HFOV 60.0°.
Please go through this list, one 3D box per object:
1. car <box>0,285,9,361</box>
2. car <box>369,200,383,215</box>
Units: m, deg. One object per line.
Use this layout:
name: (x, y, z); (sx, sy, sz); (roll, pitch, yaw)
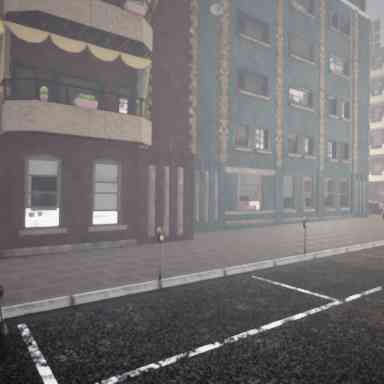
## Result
car: (-4.161, 1.566, 3.120); (4.313, 1.339, 1.947); (0, 1, -35)
car: (16.169, 1.236, 32.668); (2.192, 1.841, 5.009); (1, 0, -36)
